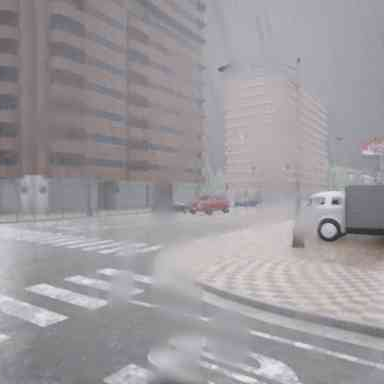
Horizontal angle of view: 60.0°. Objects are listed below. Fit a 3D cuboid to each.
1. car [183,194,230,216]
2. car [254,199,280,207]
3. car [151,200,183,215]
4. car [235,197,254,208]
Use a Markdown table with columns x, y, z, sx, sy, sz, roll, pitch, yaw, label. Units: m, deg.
| x | y | z | sx | sy | sz | roll | pitch | yaw | label |
| --- | --- | --- | --- | --- | --- | --- | --- | --- | --- |
| 1.826 | 1.256 | 34.182 | 2.150 | 2.045 | 5.566 | 0 | 0 | 36 | car |
| 10.864 | 1.201 | 46.719 | 1.994 | 1.385 | 4.181 | 0 | 0 | 35 | car |
| -2.203 | 1.554 | 34.524 | 1.812 | 1.442 | 4.674 | 0 | 0 | 35 | car |
| 8.011 | 1.549 | 48.748 | 1.882 | 1.535 | 5.008 | 0 | 0 | 35 | car |
